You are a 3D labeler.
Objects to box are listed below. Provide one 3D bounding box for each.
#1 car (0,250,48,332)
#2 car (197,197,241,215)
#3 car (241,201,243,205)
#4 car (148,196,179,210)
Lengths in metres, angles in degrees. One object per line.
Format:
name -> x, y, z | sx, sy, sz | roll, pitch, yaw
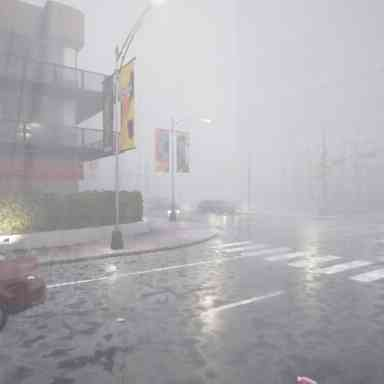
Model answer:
car -> -4.682, 1.526, 4.939 | 4.674, 1.442, 1.812 | 0, 0, -36
car -> 2.388, 1.505, 33.814 | 1.837, 1.490, 4.892 | 0, 0, -35
car -> 5.545, 1.526, 49.586 | 1.812, 1.442, 4.674 | 0, 0, -35
car -> -3.391, 1.564, 42.080 | 1.994, 1.385, 4.181 | 0, 0, -35
